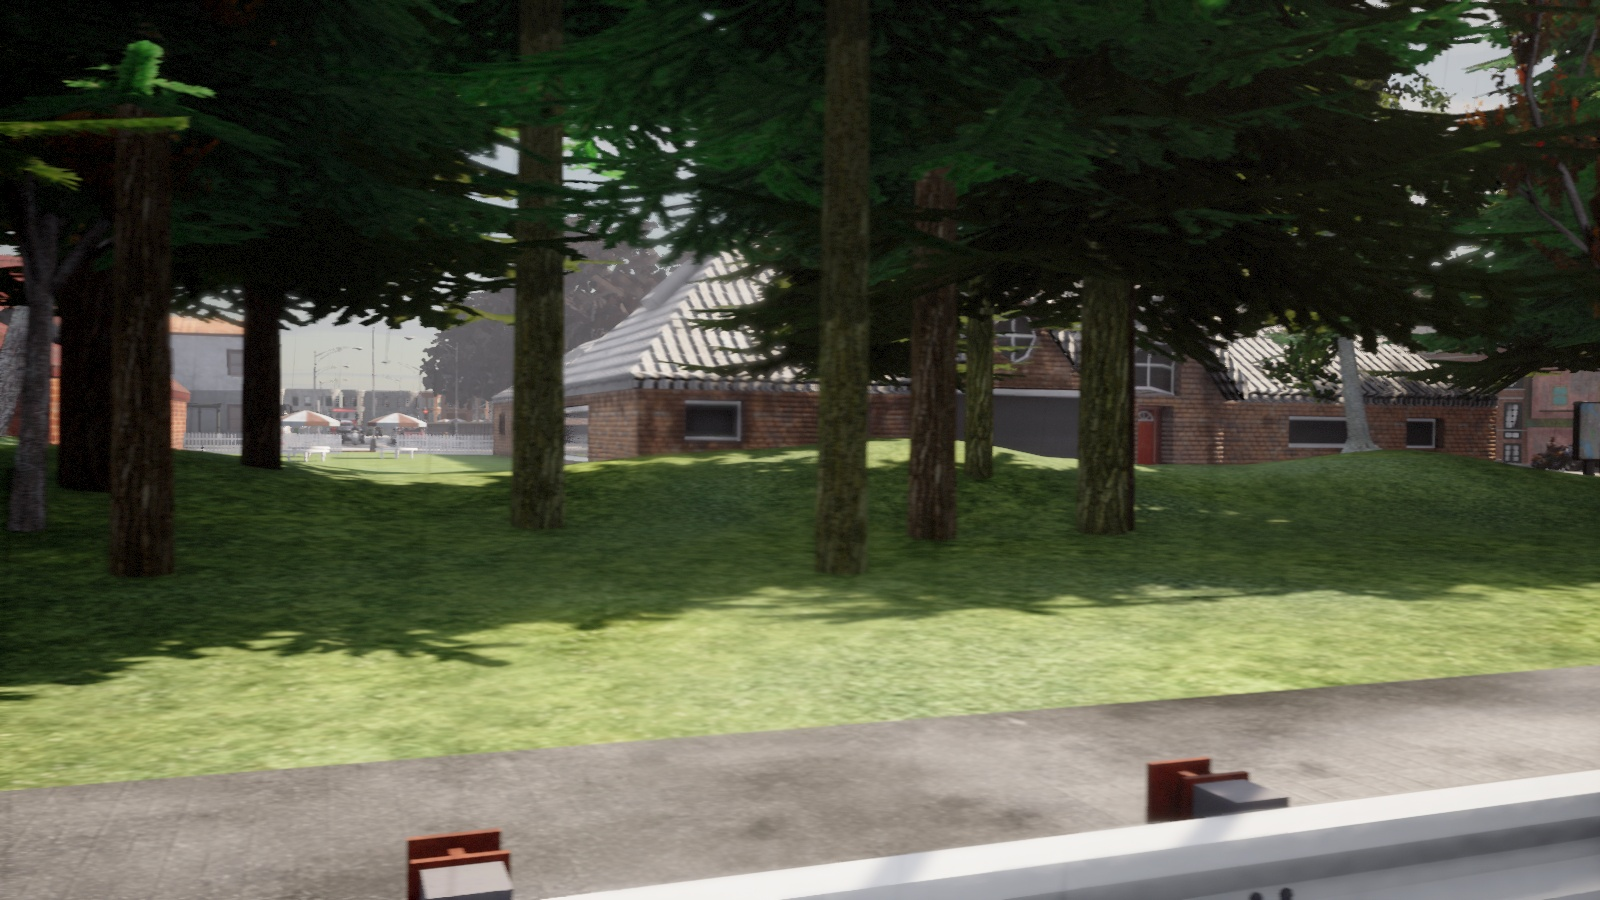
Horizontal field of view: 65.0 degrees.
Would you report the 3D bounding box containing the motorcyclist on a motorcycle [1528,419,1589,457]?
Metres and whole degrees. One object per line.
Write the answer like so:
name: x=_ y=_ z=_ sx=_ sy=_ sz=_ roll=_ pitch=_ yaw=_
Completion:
motorcyclist on a motorcycle: x=33.703 y=-0.524 z=55.836 sx=0.766 sy=1.649 sz=2.350 roll=-1 pitch=1 yaw=-21
